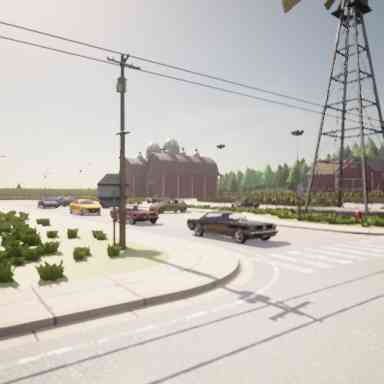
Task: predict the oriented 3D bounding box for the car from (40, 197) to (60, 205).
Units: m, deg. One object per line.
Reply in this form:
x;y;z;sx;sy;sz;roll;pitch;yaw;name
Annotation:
-25.089;1.554;58.697;2.033;1.411;5.357;0;0;-36;car

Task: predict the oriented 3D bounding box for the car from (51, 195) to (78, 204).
-25.255;1.489;65.847;4.611;1.667;2.242;0;0;-36;car

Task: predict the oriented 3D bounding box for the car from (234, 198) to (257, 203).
7.123;1.536;44.304;3.905;1.438;1.784;0;0;-36;car

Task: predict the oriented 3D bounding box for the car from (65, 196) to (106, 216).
-10.589;1.483;32.878;1.882;1.535;5.008;0;0;-36;car

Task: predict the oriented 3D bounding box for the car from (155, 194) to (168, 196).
-6.284;1.325;62.349;4.605;1.855;1.932;0;0;-36;car

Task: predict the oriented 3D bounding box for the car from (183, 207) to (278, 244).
1.814;1.606;16.118;1.895;1.301;4.718;0;0;-37;car

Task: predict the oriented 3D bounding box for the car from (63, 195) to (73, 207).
-18.928;1.498;50.369;2.128;1.511;4.902;0;0;-36;car

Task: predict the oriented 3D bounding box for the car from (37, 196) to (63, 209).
-19.571;1.553;45.136;2.033;1.411;5.357;0;0;-36;car

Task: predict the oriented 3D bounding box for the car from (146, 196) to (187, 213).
-2.561;1.515;35.751;4.193;1.474;1.816;0;0;-36;car

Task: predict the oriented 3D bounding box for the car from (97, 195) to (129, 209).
-10.974;1.322;46.302;3.866;1.878;1.905;0;0;-36;car

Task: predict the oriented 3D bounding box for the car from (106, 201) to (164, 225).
-4.289;1.606;24.352;1.895;1.301;4.718;0;0;-36;car
